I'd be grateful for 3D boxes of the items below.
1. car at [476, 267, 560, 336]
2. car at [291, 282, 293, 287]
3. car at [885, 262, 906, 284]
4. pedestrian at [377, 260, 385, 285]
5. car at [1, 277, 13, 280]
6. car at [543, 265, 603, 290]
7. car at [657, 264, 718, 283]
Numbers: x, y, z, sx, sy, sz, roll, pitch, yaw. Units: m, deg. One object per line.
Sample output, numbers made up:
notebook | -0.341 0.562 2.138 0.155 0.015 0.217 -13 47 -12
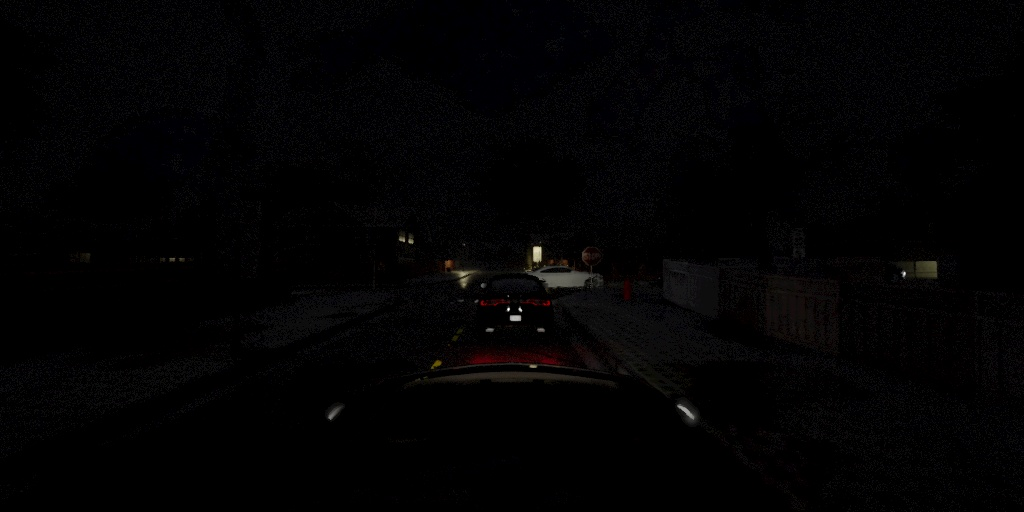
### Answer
car | 0.077 1.245 10.489 1.882 1.535 5.008 0 0 0
car | -15.311 1.457 20.781 4.674 1.442 1.812 -1 -2 0
car | 22.559 1.056 23.359 4.892 1.490 1.837 -1 -2 0
pedestrian | -9.725 1.212 26.624 0.375 1.860 0.375 0 -1 1
car | -27.792 1.583 20.754 4.892 1.490 1.837 -1 -2 -1
car | 2.821 1.242 20.591 4.674 1.442 1.812 -2 -1 0
car | 12.134 1.158 23.470 5.008 1.535 1.882 -1 -2 1
